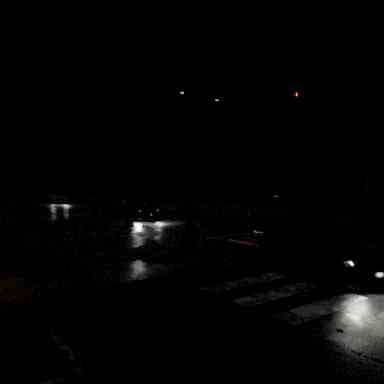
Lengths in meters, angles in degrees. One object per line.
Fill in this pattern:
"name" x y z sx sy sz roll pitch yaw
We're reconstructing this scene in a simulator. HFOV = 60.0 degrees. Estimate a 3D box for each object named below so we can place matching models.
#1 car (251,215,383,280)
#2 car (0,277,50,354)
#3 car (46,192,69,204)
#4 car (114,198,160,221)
"car" 3.666 1.463 10.242 2.033 1.411 5.357 -1 2 -15
"car" -4.222 1.525 3.650 4.829 1.417 1.752 0 0 -35
"car" -16.905 0.747 41.503 1.812 1.442 4.674 0 1 -35
"car" -3.993 1.144 23.393 1.812 1.442 4.674 0 1 -36
